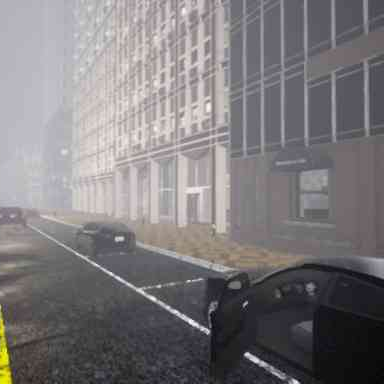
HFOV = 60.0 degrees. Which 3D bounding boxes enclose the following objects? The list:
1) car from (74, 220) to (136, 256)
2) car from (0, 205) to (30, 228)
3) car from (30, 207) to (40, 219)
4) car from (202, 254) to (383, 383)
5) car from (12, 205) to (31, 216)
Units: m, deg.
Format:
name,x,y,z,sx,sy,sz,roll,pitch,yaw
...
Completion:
name,x,y,z,sx,sy,sz,roll,pitch,yaw
car,-3.901,1.896,14.638,1.947,1.339,4.313,1,-1,-32
car,-15.045,1.970,27.630,2.097,1.767,4.553,1,-2,-32
car,-18.806,2.412,38.622,1.887,1.381,4.507,1,-1,-32
car,2.040,1.584,4.457,1.882,1.535,5.008,1,-1,-32
car,-24.768,2.635,48.216,2.008,1.369,4.403,1,-1,-32
